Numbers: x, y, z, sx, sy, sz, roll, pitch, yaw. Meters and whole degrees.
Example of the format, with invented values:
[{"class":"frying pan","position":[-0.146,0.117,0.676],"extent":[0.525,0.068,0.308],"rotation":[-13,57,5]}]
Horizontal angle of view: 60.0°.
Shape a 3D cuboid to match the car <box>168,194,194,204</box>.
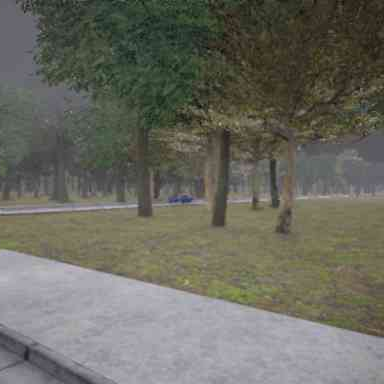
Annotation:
[{"class":"car","position":[-1.631,1.064,52.262],"extent":[1.882,1.535,5.008],"rotation":[1,0,36]}]
